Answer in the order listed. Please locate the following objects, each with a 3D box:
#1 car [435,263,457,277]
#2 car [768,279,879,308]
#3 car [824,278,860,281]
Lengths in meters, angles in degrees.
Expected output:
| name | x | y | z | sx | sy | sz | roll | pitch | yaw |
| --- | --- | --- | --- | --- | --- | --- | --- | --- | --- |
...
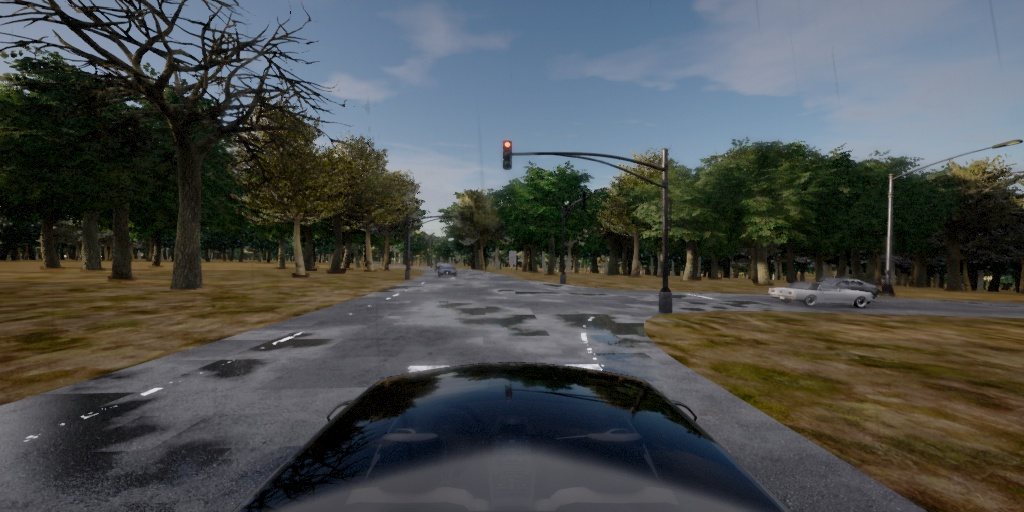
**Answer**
| name | x | y | z | sx | sy | sz | roll | pitch | yaw |
| --- | --- | --- | --- | --- | --- | --- | --- | --- | --- |
| car | -7.136 | 1.619 | 39.691 | 1.994 | 1.385 | 4.181 | 0 | -1 | -10 |
| car | 17.436 | 2.149 | 20.296 | 4.718 | 1.301 | 1.895 | 2 | 0 | -3 |
| car | 21.780 | 2.223 | 24.150 | 4.902 | 1.511 | 2.128 | 2 | 0 | -3 |
